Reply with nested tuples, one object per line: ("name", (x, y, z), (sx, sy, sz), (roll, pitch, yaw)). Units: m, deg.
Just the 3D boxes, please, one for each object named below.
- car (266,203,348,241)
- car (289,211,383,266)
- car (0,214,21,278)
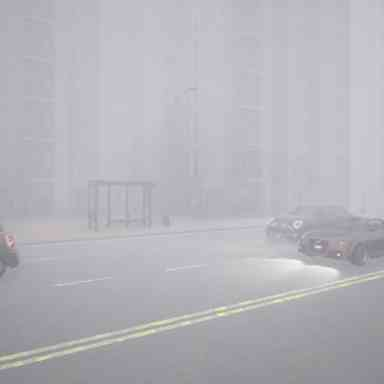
("car", (5.654, 1.355, 15.690), (4.553, 1.767, 2.097), (0, 0, -32))
("car", (5.698, 1.566, 11.607), (4.181, 1.385, 1.994), (0, 0, -32))
("car", (-6.878, 1.350, 8.405), (4.553, 1.767, 2.097), (0, 0, -27))
